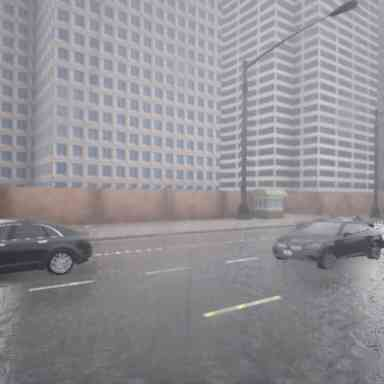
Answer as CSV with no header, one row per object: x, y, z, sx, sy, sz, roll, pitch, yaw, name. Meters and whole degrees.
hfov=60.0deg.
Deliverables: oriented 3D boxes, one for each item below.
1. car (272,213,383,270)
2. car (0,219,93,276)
4.872,1.656,11.610,4.674,1.442,1.812,1,-1,-35,car
-5.172,1.510,8.904,4.892,1.490,1.837,1,-1,-35,car
